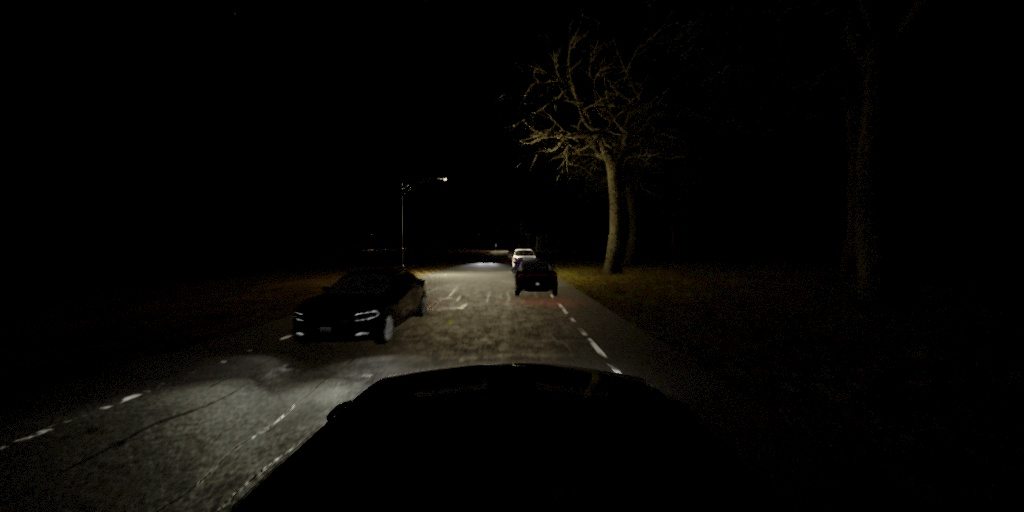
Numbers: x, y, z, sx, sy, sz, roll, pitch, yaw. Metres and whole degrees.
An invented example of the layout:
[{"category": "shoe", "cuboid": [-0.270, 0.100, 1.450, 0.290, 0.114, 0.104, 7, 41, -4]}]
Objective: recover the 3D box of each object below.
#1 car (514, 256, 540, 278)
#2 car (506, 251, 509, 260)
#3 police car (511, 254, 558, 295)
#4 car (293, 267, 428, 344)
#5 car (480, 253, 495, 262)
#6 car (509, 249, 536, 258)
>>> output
[{"category": "car", "cuboid": [1.063, 0.778, 27.281, 1.812, 1.442, 4.674, 0, 1, 0]}, {"category": "car", "cuboid": [0.086, -0.159, 61.221, 1.812, 1.442, 4.674, 0, 1, 0]}, {"category": "police car", "cuboid": [1.058, 0.888, 17.391, 1.930, 1.638, 5.238, 0, 1, 0]}, {"category": "car", "cuboid": [-3.593, 1.099, 9.399, 1.882, 1.535, 5.008, 0, 1, 0]}, {"category": "car", "cuboid": [-3.523, 0.225, 51.520, 1.895, 1.301, 4.718, 0, 2, 1]}, {"category": "car", "cuboid": [1.066, 0.339, 33.304, 2.150, 2.045, 5.566, 0, 1, 0]}]
